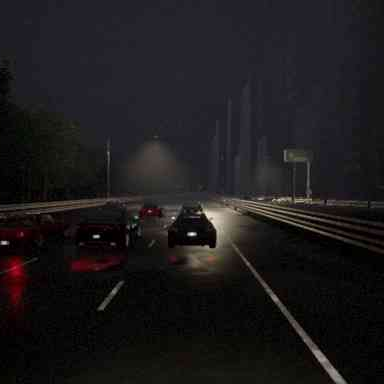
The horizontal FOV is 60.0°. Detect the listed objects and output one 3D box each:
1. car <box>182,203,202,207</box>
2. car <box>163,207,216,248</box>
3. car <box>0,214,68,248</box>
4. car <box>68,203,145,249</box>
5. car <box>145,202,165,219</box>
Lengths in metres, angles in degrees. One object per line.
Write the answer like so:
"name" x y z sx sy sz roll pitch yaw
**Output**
"car" -0.001 1.632 29.681 1.895 1.301 4.718 0 0 0
"car" -0.001 1.573 14.651 1.994 1.385 4.181 0 0 0
"car" -7.000 1.616 14.680 1.895 1.301 4.718 0 0 0
"car" -3.501 1.485 14.650 1.882 1.535 5.008 0 0 0
"car" -3.501 1.588 29.652 1.994 1.385 4.181 0 0 0
